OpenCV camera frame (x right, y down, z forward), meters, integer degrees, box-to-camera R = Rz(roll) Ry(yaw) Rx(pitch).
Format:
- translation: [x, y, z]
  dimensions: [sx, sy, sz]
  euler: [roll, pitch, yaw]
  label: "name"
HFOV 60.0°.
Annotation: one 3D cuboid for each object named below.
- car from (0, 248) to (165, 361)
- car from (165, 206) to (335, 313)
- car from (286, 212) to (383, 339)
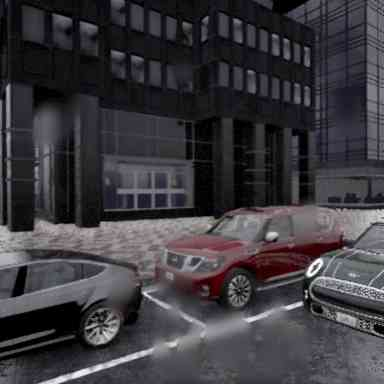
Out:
- translation: [-2.776, 1.565, 4.672]
  dimensions: [4.313, 1.339, 1.947]
  euler: [0, 0, -35]
  label: "car"
- translation: [1.641, 1.301, 7.822]
  dimensions: [5.009, 1.841, 2.192]
  euler: [0, 0, -35]
  label: "car"
- translation: [4.175, 1.336, 6.351]
  dimensions: [4.553, 1.767, 2.097]
  euler: [0, 0, -35]
  label: "car"
